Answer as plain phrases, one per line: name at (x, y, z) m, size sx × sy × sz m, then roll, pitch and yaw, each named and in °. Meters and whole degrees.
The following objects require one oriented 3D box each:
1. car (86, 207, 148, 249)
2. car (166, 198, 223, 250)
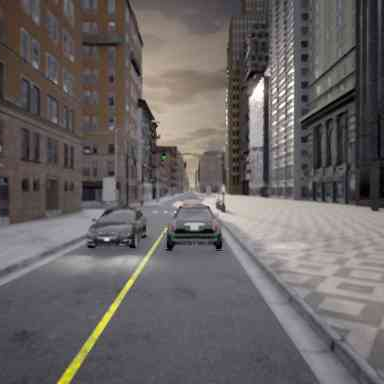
car at (-3.010, 1.446, 14.212) m, size 1.837 × 1.490 × 4.892 m, roll 0°, pitch 0°, yaw 0°
car at (0.097, 1.289, 14.071) m, size 2.097 × 1.767 × 4.553 m, roll 0°, pitch 0°, yaw 0°
